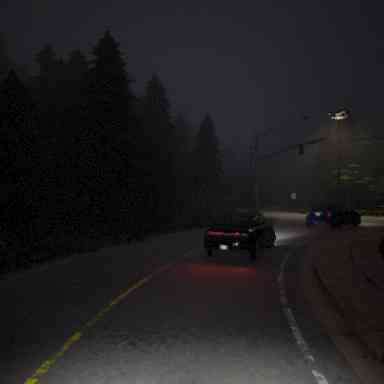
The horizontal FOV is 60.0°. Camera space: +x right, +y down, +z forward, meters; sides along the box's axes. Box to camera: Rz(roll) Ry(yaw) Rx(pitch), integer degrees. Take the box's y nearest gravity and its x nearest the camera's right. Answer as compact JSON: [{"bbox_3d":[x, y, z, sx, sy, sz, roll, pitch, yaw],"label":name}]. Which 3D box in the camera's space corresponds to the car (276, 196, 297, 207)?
[{"bbox_3d":[19.425,1.940,68.003,5.566,2.045,2.150,1,-1,-44],"label":"car"}]

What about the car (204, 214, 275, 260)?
[{"bbox_3d":[2.017,1.621,13.156,2.128,1.511,4.902,0,0,24],"label":"car"}]

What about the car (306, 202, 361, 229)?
[{"bbox_3d":[10.306,1.610,24.118,4.553,1.767,2.097,1,-1,-38],"label":"car"}]
